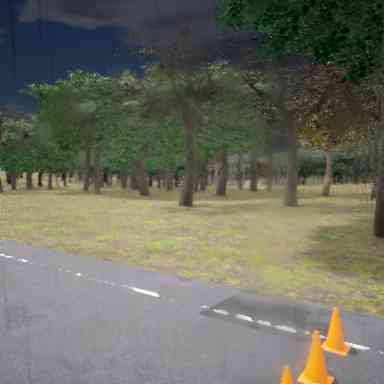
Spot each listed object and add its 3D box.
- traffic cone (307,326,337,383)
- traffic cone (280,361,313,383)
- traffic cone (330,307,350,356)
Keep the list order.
[{"bbox_3d":[1.474,1.949,3.961,0.340,0.580,0.340,1,0,36],"label":"traffic cone"},{"bbox_3d":[0.891,1.947,3.148,0.340,0.580,0.340,1,0,36],"label":"traffic cone"},{"bbox_3d":[2.056,1.950,4.774,0.340,0.580,0.340,1,0,36],"label":"traffic cone"}]
